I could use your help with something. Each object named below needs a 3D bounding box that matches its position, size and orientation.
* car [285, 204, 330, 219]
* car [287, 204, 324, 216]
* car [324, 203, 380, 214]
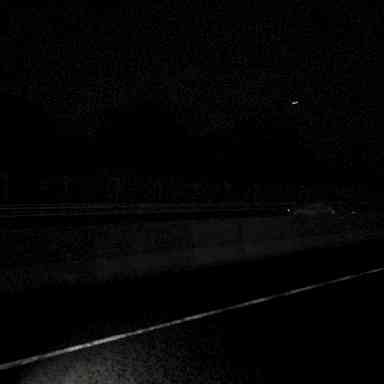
[{"bbox_3d":[11.834,1.920,33.996,4.718,1.301,1.895,1,0,-36],"label":"car"},{"bbox_3d":[10.753,1.801,28.916,4.674,1.442,1.812,1,0,-36],"label":"car"},{"bbox_3d":[12.873,1.628,26.129,4.553,1.767,2.097,1,0,-36],"label":"car"}]
